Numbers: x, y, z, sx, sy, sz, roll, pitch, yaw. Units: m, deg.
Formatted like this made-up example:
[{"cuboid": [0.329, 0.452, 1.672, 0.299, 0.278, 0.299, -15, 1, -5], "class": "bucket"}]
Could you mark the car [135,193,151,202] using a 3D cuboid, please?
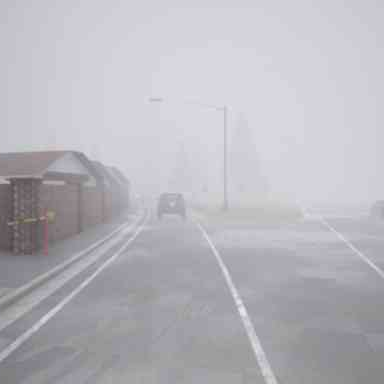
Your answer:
[{"cuboid": [-9.419, 1.114, 66.612, 2.128, 1.511, 4.902, 0, 0, -17], "class": "car"}]

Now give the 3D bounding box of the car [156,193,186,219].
[{"cuboid": [-1.761, 1.059, 27.436, 2.150, 2.045, 5.566, 0, 0, -7], "class": "car"}]

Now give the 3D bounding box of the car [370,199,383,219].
[{"cuboid": [15.767, 1.285, 26.727, 1.882, 1.535, 5.008, 0, 0, 16], "class": "car"}]

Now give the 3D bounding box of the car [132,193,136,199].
[{"cuboid": [-12.453, 0.921, 76.272, 1.812, 1.442, 4.674, 0, 0, -20], "class": "car"}]
